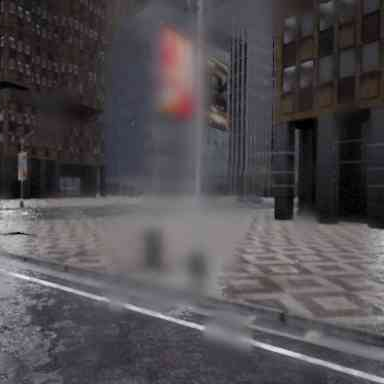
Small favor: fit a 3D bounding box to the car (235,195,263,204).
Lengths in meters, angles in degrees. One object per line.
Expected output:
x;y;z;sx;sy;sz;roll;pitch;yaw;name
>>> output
9.556;1.245;54.902;5.357;1.411;2.033;0;1;-41;car
